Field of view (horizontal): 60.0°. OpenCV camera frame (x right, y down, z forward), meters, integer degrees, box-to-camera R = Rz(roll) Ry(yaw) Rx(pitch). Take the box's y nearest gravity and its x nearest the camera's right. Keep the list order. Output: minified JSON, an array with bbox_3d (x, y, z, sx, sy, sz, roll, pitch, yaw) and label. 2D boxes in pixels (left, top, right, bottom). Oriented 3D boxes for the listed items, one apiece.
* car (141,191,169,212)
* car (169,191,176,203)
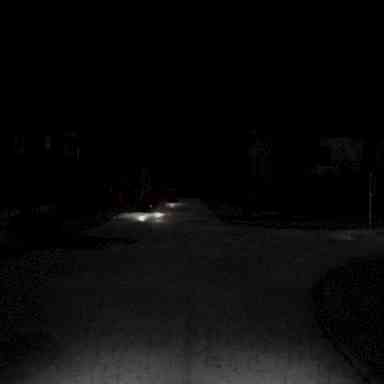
[{"bbox_3d":[-4.082,0.986,35.800,2.150,2.045,5.566,0,1,0],"label":"car"},{"bbox_3d":[-3.999,0.854,58.179,2.150,2.045,5.566,0,0,0],"label":"car"}]
